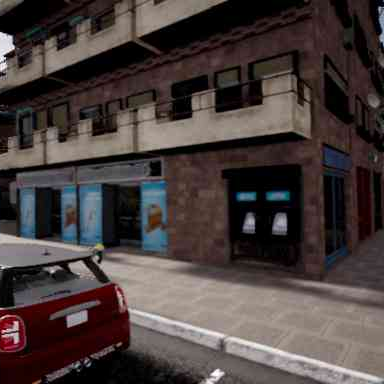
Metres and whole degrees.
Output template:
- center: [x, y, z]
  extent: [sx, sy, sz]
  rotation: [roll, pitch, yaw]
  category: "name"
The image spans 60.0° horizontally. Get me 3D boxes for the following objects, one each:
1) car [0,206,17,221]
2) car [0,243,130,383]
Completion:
- center: [-15.521, 1.786, 27.269]
  extent: [1.947, 1.339, 4.313]
  rotation: [-2, -2, 36]
  category: "car"
- center: [-2.883, 1.478, 4.911]
  extent: [4.097, 1.590, 1.967]
  rotation: [-1, -1, 36]
  category: "car"
